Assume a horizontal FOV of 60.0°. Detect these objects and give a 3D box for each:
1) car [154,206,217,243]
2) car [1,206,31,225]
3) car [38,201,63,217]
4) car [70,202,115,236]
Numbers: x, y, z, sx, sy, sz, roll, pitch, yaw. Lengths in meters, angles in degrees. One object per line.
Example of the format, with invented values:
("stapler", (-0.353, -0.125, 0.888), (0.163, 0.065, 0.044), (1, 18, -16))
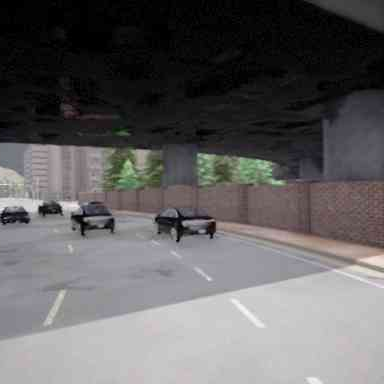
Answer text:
("car", (-0.490, 1.458, 16.182), (2.128, 1.511, 4.902), (-1, 0, -22))
("car", (-14.171, 1.836, 26.665), (2.033, 1.411, 5.357), (-1, 0, -31))
("car", (-14.760, 1.702, 34.549), (1.882, 1.535, 5.008), (-1, 0, -31))
("car", (-5.850, 1.564, 19.331), (2.128, 1.511, 4.902), (-1, 0, -28))
